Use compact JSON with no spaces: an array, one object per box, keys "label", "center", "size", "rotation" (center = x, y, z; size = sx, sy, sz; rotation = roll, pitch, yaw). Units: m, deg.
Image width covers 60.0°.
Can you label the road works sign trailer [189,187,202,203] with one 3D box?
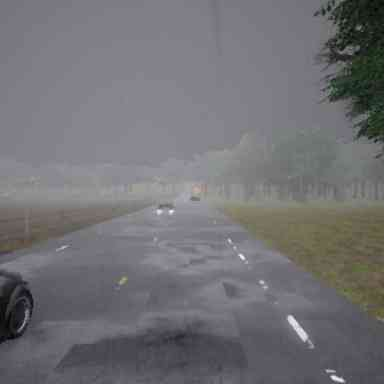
[{"label":"road works sign trailer","center":[0.778,1.026,69.269],"size":[2.380,2.880,3.560],"rotation":[7,-38,-3]}]

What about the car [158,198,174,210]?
[{"label":"car","center":[-3.591,1.600,46.017],"size":[1.882,1.535,5.008],"rotation":[0,0,0]}]

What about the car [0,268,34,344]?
[{"label":"car","center":[-3.599,1.568,3.780],"size":[1.994,1.385,4.181],"rotation":[0,0,0]}]
